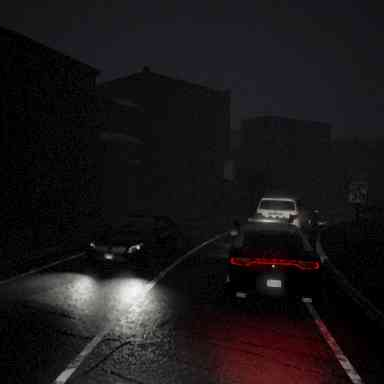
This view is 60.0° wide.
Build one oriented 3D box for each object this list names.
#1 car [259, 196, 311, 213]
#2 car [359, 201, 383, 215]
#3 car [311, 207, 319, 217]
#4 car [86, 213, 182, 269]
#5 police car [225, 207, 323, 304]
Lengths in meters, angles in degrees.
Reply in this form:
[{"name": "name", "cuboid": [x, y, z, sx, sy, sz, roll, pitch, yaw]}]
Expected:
[{"name": "car", "cuboid": [4.774, 1.254, 17.406, 2.150, 2.045, 5.566, 2, 0, 23]}, {"name": "car", "cuboid": [21.289, 1.840, 39.009, 5.008, 1.535, 1.882, 2, 3, -33]}, {"name": "car", "cuboid": [7.270, 1.576, 22.485, 1.837, 1.490, 4.892, 3, 1, 30]}, {"name": "car", "cuboid": [-1.656, 1.455, 11.184, 1.812, 1.442, 4.674, 1, 0, 14]}, {"name": "police car", "cuboid": [1.981, 1.426, 8.455, 1.930, 1.638, 5.238, 1, 0, 11]}]
